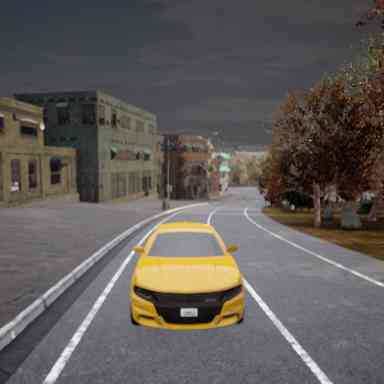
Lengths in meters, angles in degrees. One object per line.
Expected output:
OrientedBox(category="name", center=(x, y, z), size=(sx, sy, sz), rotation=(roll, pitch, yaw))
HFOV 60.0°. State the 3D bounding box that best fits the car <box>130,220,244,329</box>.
OrientedBox(category="car", center=(-0.150, 1.454, 7.290), size=(1.882, 1.535, 5.008), rotation=(0, 0, -2))
